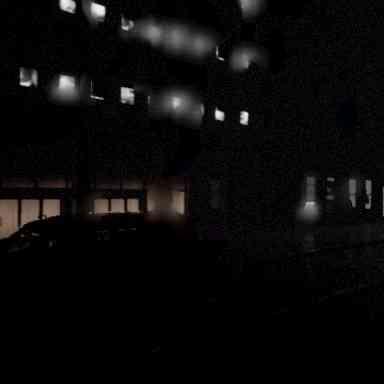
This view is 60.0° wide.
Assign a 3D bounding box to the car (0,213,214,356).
[{"bbox_3d":[-1.932,1.319,5.296,5.009,1.841,2.192,0,0,-35],"label":"car"}]
